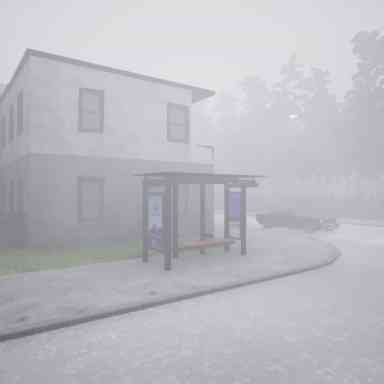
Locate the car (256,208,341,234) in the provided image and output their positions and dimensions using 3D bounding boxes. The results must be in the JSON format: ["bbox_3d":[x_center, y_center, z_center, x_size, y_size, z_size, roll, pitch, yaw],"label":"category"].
[{"bbox_3d":[6.061,1.601,19.393,1.895,1.301,4.718,0,0,-35],"label":"car"}]
